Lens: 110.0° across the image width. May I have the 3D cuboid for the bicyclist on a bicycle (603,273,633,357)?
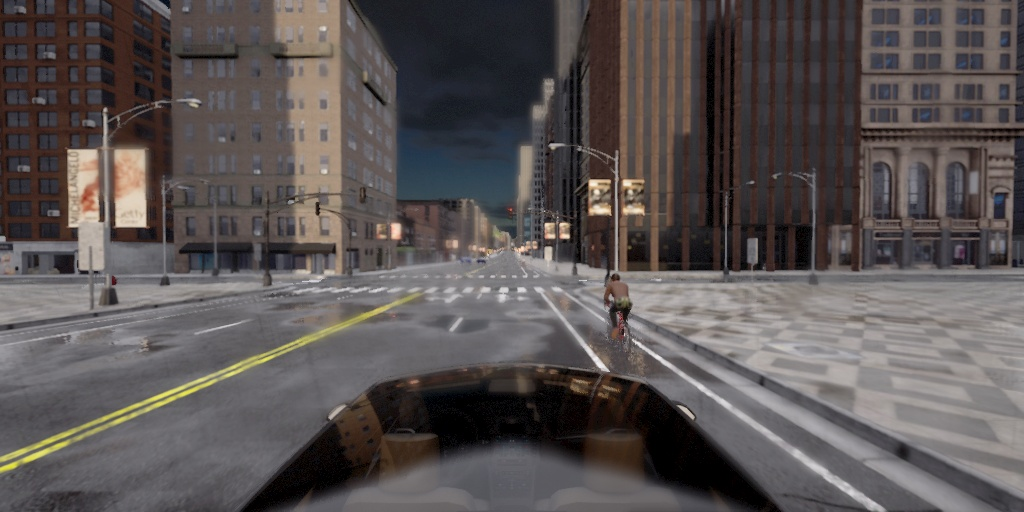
[{"bbox_3d":[2.249,1.204,7.625,0.582,1.620,1.656,0,0,0],"label":"bicyclist on a bicycle"}]
